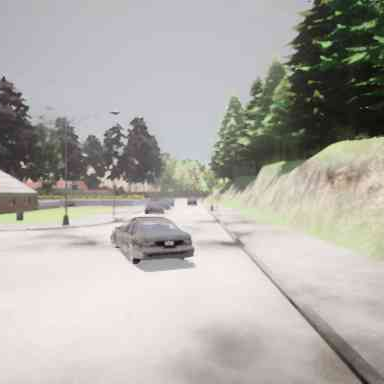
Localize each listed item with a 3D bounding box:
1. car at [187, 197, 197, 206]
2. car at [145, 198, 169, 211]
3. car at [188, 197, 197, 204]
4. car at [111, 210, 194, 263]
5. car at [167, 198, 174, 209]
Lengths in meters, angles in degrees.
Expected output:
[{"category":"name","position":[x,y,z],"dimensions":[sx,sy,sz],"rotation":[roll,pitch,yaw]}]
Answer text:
[{"category":"car","position":[0.045,1.785,61.778],"dimensions":[2.128,1.511,4.902],"rotation":[0,0,0]},{"category":"car","position":[-4.068,1.741,37.144],"dimensions":[1.994,1.385,4.181],"rotation":[0,0,0]},{"category":"car","position":[0.052,1.750,72.139],"dimensions":[1.812,1.442,4.674],"rotation":[0,0,0]},{"category":"car","position":[-1.667,1.607,12.335],"dimensions":[2.033,1.411,5.357],"rotation":[0,0,-23]},{"category":"car","position":[-4.031,1.702,47.148],"dimensions":[1.882,1.535,5.008],"rotation":[0,0,1]}]
